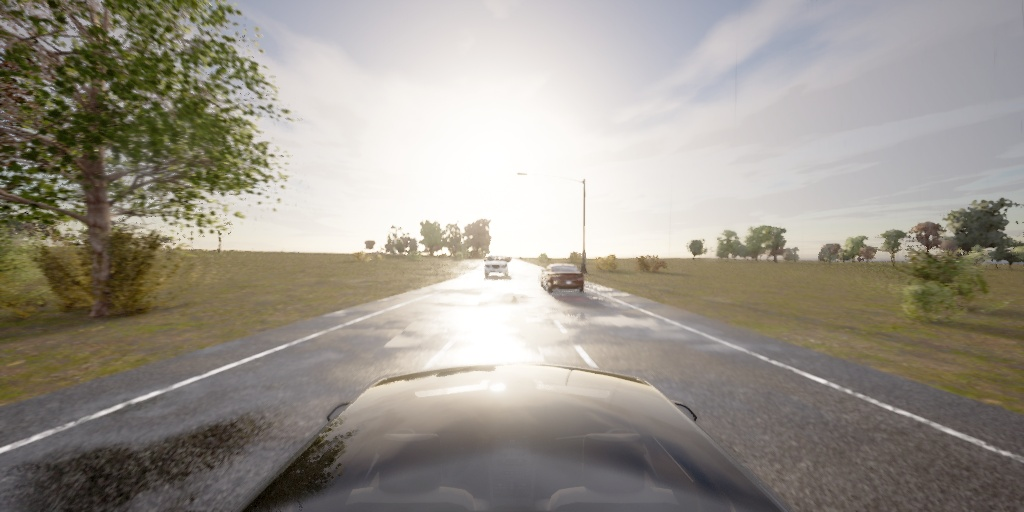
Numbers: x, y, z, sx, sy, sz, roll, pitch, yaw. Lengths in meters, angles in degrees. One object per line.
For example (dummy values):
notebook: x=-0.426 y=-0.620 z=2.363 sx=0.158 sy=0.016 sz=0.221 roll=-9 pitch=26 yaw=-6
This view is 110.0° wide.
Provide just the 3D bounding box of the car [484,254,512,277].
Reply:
car: x=-1.333 y=0.835 z=33.024 sx=2.150 sy=2.045 sz=5.566 roll=1 pitch=0 yaw=1

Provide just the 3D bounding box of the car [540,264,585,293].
car: x=2.755 y=1.169 z=20.374 sx=1.882 sy=1.535 sz=5.008 roll=0 pitch=0 yaw=-2
